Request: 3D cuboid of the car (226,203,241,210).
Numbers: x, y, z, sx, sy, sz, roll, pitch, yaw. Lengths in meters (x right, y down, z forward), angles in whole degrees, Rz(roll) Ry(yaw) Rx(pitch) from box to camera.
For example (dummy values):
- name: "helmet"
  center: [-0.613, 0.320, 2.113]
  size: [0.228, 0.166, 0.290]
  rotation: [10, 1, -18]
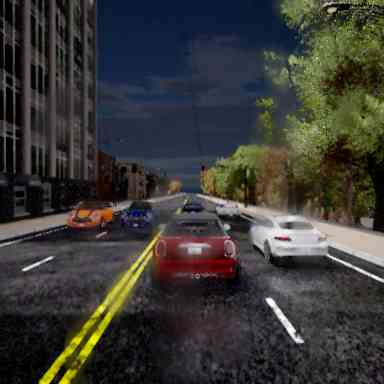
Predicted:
- name: "car"
  center: [3.338, 1.678, 30.740]
  size: [1.895, 1.301, 4.718]
  rotation: [0, 0, 0]

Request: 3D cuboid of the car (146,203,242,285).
- name: "car"
  center: [0.079, 1.376, 9.715]
  size: [2.097, 1.767, 4.553]
  rotation: [0, 0, 0]

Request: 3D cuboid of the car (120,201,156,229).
- name: "car"
  center: [-3.355, 1.407, 22.120]
  size: [2.097, 1.767, 4.553]
  rotation: [0, 0, 0]

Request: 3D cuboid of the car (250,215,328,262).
- name: "car"
  center: [3.334, 1.556, 12.053]
  size: [1.812, 1.442, 4.674]
  rotation: [0, 0, 0]

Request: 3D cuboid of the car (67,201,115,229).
- name: "car"
  center: [-6.605, 1.407, 22.163]
  size: [2.097, 1.767, 4.553]
  rotation: [0, 0, 0]

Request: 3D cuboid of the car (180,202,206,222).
- name: "car"
  center: [0.087, 1.618, 27.984]
  size: [2.033, 1.411, 5.357]
  rotation: [0, 0, 0]
